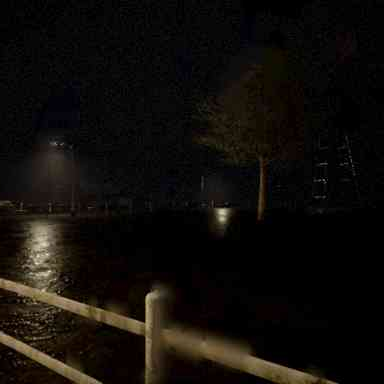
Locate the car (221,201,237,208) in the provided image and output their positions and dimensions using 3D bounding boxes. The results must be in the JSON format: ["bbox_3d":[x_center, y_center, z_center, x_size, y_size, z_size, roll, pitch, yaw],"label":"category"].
[{"bbox_3d":[7.718,2.626,69.445,1.994,1.385,4.181,-2,-2,36],"label":"car"}]

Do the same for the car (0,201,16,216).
[{"bbox_3d":[-21.332,1.737,35.296,2.097,1.767,4.553,-2,-2,36],"label":"car"}]

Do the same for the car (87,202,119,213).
[{"bbox_3d":[-12.642,2.122,47.400,2.128,1.511,4.902,-2,-2,36],"label":"car"}]

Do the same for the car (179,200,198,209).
[{"bbox_3d":[-0.579,2.346,64.061,2.097,1.767,4.553,-2,-2,36],"label":"car"}]
